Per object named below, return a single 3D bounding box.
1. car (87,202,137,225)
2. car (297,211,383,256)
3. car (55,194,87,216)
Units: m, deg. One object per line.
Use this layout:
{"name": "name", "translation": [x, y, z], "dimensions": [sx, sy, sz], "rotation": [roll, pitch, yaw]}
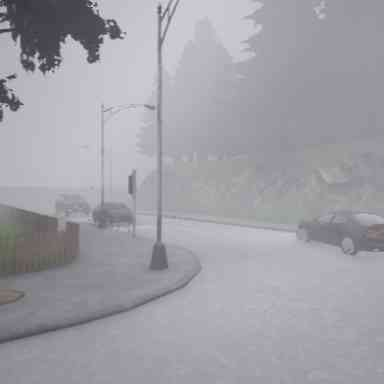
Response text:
{"name": "car", "translation": [-5.728, 1.512, 24.272], "dimensions": [1.837, 1.490, 4.892], "rotation": [0, 0, -35]}
{"name": "car", "translation": [6.124, 1.489, 13.348], "dimensions": [1.882, 1.535, 5.008], "rotation": [1, 0, -12]}
{"name": "car", "translation": [-11.856, 1.228, 32.883], "dimensions": [2.150, 2.045, 5.566], "rotation": [0, 0, -36]}
